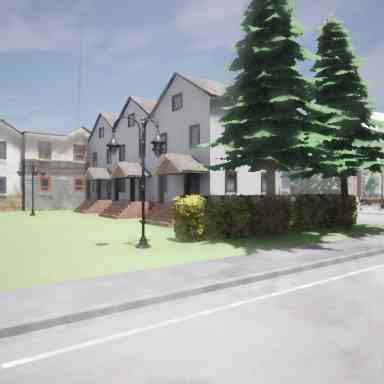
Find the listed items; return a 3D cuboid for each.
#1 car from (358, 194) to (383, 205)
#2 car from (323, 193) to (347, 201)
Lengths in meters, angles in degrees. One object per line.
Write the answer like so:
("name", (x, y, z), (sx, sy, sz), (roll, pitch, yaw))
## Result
("car", (27.218, 1.096, 49.224), (1.932, 1.855, 4.605), (0, 0, -36))
("car", (32.092, 1.095, 74.676), (1.932, 1.855, 4.605), (0, 0, -36))
